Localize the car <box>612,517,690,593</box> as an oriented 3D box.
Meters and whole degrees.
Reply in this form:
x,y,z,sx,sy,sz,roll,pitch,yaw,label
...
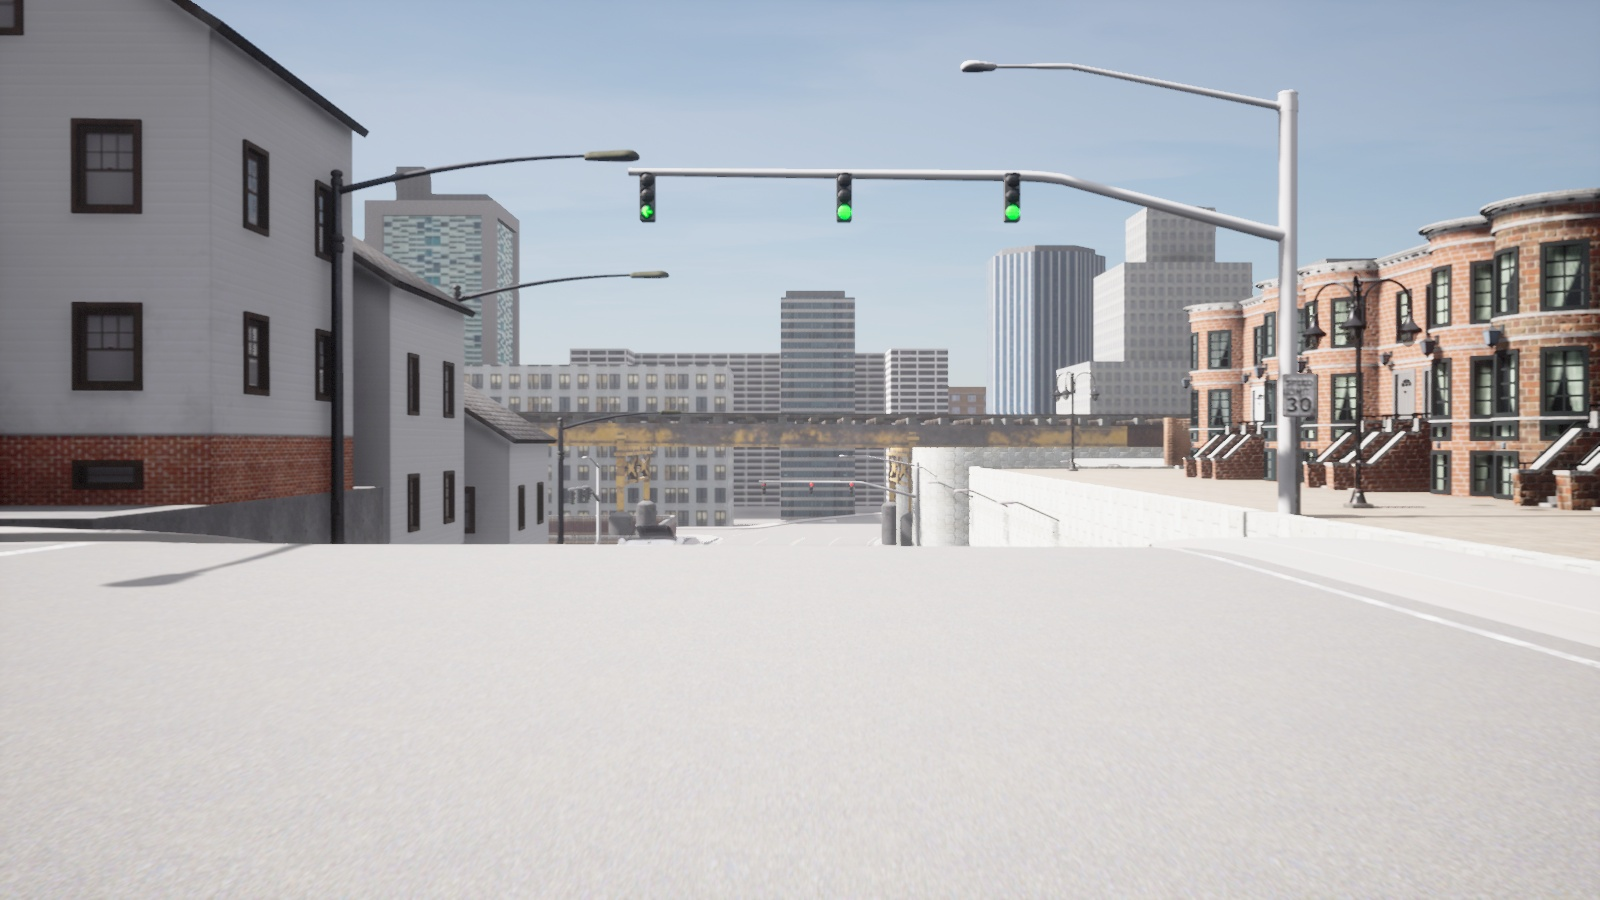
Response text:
x,y,z,sx,sy,sz,roll,pitch,yaw,label
-3.331,2.402,28.457,1.481,1.376,2.207,-1,-13,0,car
